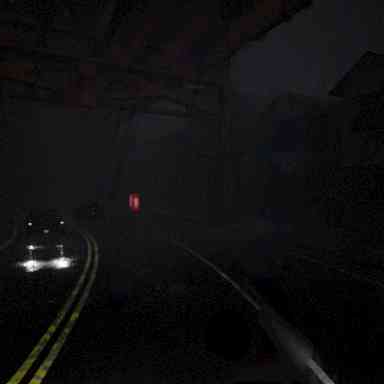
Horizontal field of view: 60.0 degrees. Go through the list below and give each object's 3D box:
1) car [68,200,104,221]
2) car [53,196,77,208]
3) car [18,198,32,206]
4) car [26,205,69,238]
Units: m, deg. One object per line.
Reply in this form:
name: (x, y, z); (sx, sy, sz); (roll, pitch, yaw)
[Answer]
car: (-8.616, 1.493, 27.328); (1.882, 1.535, 5.008); (0, 0, -27)
car: (-16.061, 1.587, 41.304); (2.033, 1.411, 5.357); (0, 0, -28)
car: (-27.658, 1.643, 55.120); (1.994, 1.385, 4.181); (0, 0, -28)
car: (-8.073, 1.623, 18.282); (1.895, 1.301, 4.718); (0, 0, -25)
